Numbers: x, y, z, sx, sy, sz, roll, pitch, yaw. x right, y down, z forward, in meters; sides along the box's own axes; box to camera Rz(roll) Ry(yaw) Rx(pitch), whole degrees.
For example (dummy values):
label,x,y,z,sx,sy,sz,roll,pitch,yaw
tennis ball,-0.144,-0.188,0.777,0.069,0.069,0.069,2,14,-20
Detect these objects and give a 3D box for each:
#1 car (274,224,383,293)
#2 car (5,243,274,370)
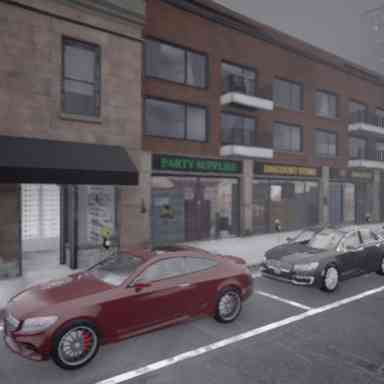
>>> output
label,x,y,z,sx,sy,sz,roll,pitch,yaw
car,3.730,1.572,8.847,4.403,1.369,2.008,0,0,-36
car,-0.763,1.589,5.642,4.206,1.307,1.802,0,0,-36
